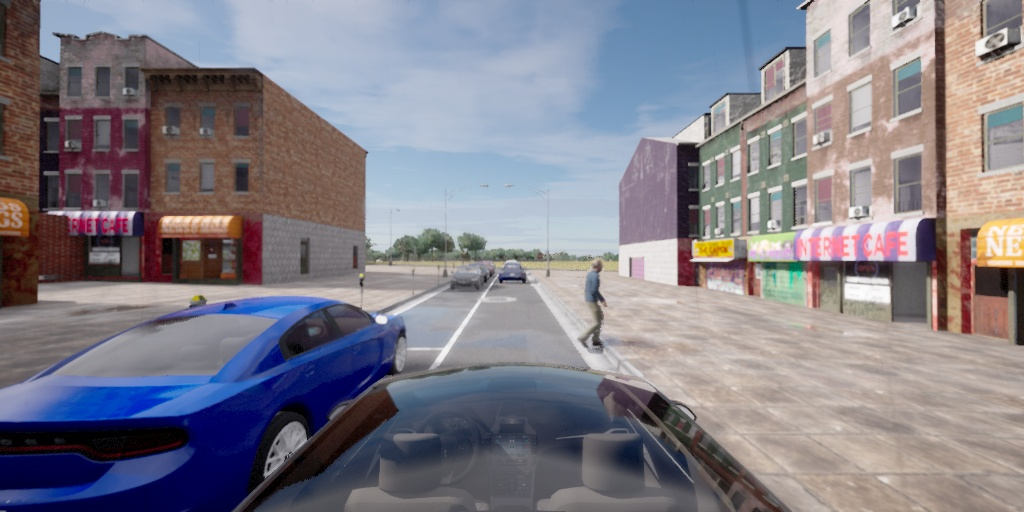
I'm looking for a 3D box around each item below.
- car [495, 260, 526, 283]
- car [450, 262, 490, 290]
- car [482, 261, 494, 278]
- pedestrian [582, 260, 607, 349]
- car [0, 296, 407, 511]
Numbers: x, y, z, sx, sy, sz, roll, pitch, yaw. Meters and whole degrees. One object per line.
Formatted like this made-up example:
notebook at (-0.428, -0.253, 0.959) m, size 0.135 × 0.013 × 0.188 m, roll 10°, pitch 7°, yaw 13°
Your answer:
car at (0.046, 1.231, 26.552) m, size 1.994 × 1.385 × 4.181 m, roll 0°, pitch 0°, yaw 0°
car at (-2.646, 1.226, 21.679) m, size 2.007 × 1.370 × 4.403 m, roll 0°, pitch 0°, yaw 0°
car at (-2.648, 1.231, 27.219) m, size 1.948 × 1.339 × 4.313 m, roll 0°, pitch 0°, yaw 0°
pedestrian at (1.716, 0.917, 7.342) m, size 0.375 × 1.860 × 0.375 m, roll -1°, pitch 0°, yaw 0°
car at (-2.751, 1.214, 4.326) m, size 1.882 × 1.535 × 5.008 m, roll 0°, pitch 0°, yaw 0°
